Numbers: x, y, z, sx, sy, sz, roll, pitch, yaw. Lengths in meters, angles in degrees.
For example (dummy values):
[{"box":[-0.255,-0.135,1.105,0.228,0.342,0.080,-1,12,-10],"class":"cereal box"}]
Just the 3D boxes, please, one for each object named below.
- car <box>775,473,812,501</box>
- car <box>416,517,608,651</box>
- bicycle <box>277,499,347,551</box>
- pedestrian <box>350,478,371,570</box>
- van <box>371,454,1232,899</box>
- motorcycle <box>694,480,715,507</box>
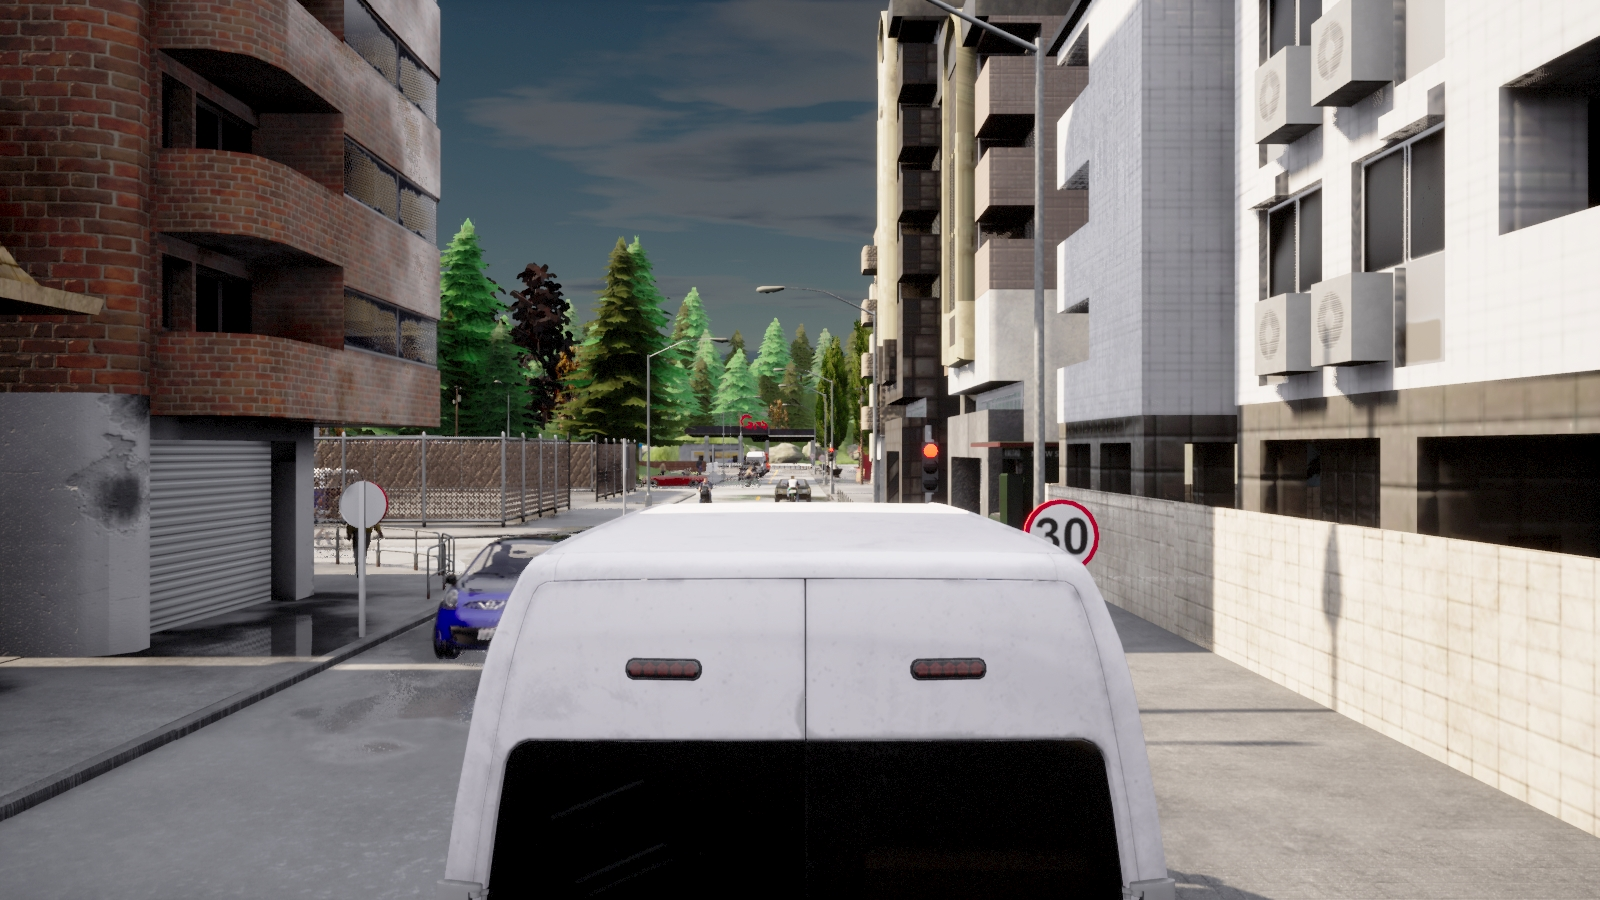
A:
[{"box":[-0.339,1.912,60.159,1.895,1.301,4.718,0,0,0],"class":"car"},{"box":[-3.980,1.811,16.396,1.845,1.501,3.633,0,0,0],"class":"car"},{"box":[-12.593,1.924,29.471,1.643,1.296,0.373,0,0,1],"class":"bicycle"},{"box":[-9.003,1.506,23.392,0.375,1.860,0.375,0,0,-26],"class":"pedestrian"},{"box":[-0.009,1.312,5.597,1.988,2.561,5.915,0,0,0],"class":"van"},{"box":[-4.334,1.973,52.180,0.803,1.145,2.033,0,0,0],"class":"motorcycle"}]
